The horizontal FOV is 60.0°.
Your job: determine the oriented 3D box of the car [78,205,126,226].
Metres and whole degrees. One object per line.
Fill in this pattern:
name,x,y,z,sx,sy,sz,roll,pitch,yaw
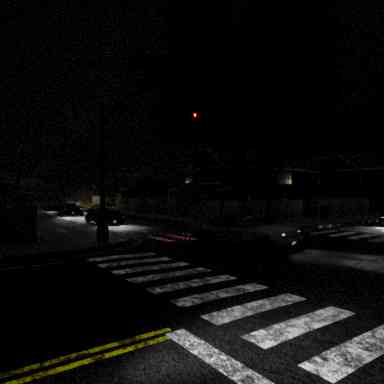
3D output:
car,-6.925,1.742,25.890,2.033,1.411,5.357,0,0,-33

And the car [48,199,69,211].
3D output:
car,-18.917,1.710,46.516,2.097,1.767,4.553,0,0,-27

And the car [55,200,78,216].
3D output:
car,-13.461,1.881,36.519,1.895,1.301,4.718,0,0,-30

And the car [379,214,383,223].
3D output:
car,14.552,1.509,22.055,5.357,1.411,2.033,0,0,-36

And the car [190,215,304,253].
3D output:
car,2.259,1.690,14.353,4.718,1.301,1.895,-1,0,41
